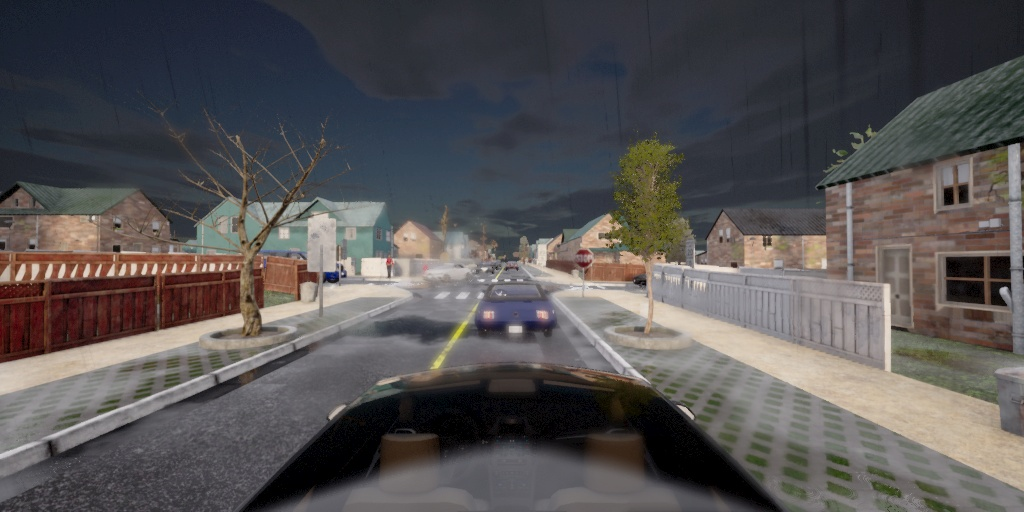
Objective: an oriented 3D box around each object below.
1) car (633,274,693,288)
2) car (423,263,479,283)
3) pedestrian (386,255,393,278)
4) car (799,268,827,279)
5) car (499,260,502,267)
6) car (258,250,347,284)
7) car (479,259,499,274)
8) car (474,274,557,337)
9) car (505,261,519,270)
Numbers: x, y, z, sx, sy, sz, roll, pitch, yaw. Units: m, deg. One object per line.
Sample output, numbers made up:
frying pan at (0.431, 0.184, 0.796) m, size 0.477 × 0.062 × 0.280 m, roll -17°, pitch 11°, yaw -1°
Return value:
car at (11.184, 1.552, 25.385) m, size 5.008 × 1.535 × 1.882 m, roll 1°, pitch -1°, yaw 0°
car at (-4.785, 1.272, 27.657) m, size 1.812 × 1.442 × 4.674 m, roll 1°, pitch -1°, yaw 28°
pedestrian at (-9.681, 0.795, 28.264) m, size 0.375 × 1.860 × 0.375 m, roll 0°, pitch -2°, yaw 0°
car at (21.012, 1.649, 25.401) m, size 4.553 × 1.767 × 2.097 m, roll 1°, pitch -1°, yaw 0°
car at (-2.928, 1.444, 54.237) m, size 1.895 × 1.301 × 4.718 m, roll 0°, pitch 0°, yaw 0°
car at (-13.368, 0.696, 22.423) m, size 5.566 × 2.045 × 2.150 m, roll 1°, pitch -1°, yaw -1°
car at (-2.922, 1.292, 40.405) m, size 2.128 × 1.511 × 4.902 m, roll 0°, pitch 0°, yaw 0°
car at (0.082, 1.355, 10.239) m, size 1.895 × 1.301 × 4.718 m, roll 0°, pitch 0°, yaw 0°
car at (-0.006, 1.391, 54.477) m, size 2.033 × 1.411 × 5.357 m, roll 0°, pitch 0°, yaw 0°
